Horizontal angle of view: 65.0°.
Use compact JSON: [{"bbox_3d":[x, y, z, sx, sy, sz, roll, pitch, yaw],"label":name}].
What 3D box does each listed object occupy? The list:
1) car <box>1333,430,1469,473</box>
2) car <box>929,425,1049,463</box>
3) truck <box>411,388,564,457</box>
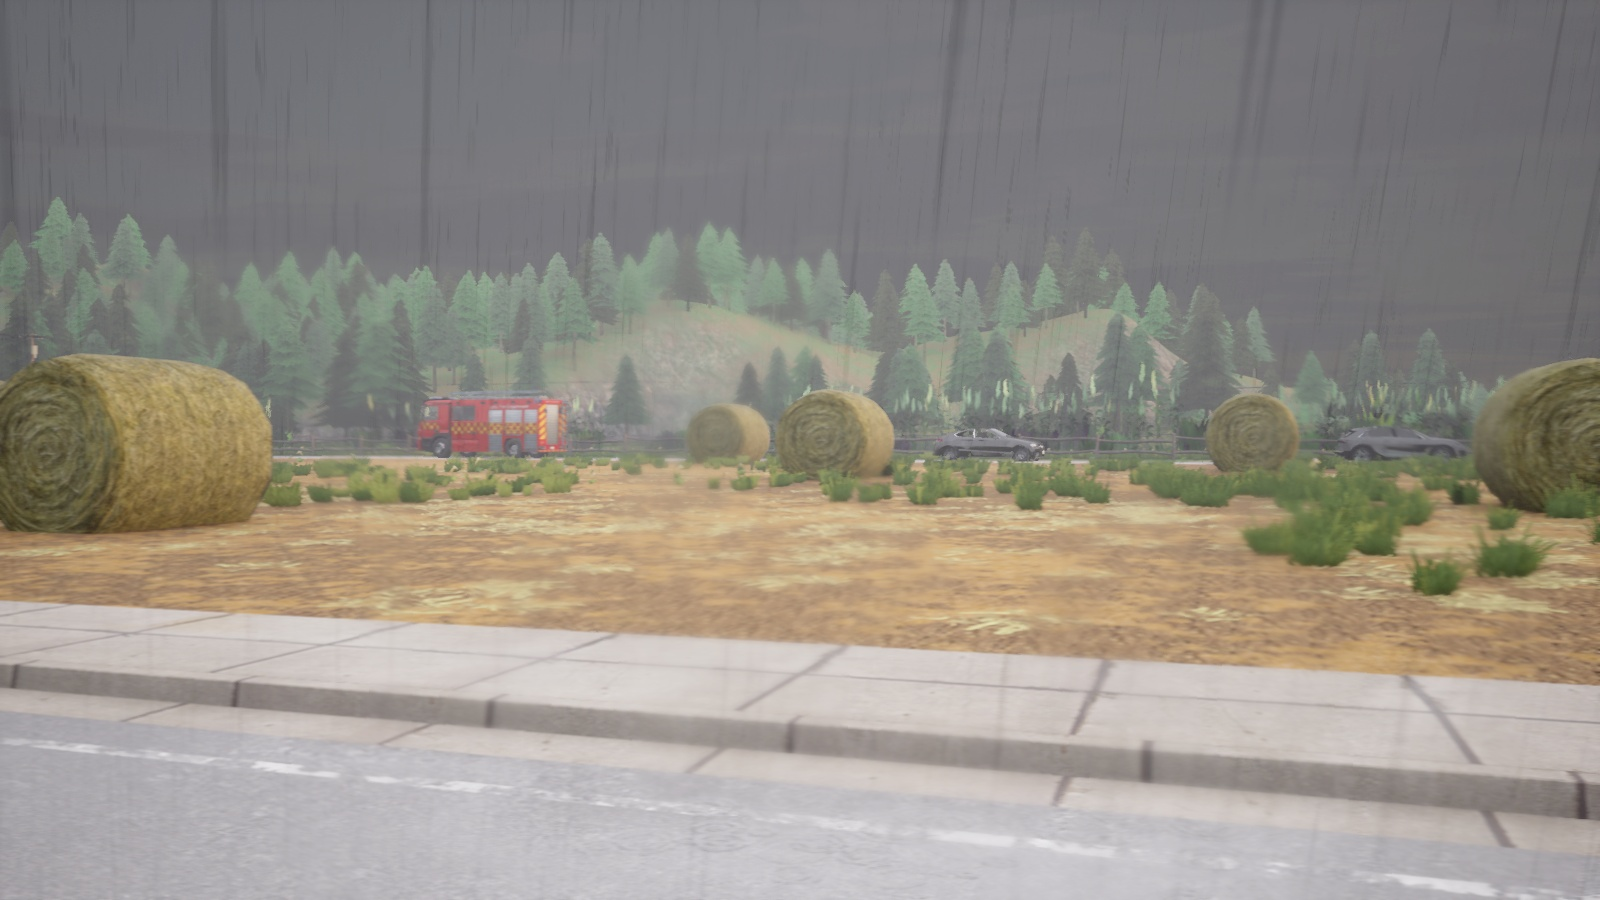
[{"bbox_3d":[24.270,0.024,50.907,4.856,1.649,2.033,1,1,22],"label":"car"},{"bbox_3d":[8.626,-0.289,57.360,5.027,1.651,2.152,1,1,22],"label":"car"},{"bbox_3d":[-17.950,-1.567,72.096,8.468,3.827,2.891,1,1,22],"label":"truck"}]
